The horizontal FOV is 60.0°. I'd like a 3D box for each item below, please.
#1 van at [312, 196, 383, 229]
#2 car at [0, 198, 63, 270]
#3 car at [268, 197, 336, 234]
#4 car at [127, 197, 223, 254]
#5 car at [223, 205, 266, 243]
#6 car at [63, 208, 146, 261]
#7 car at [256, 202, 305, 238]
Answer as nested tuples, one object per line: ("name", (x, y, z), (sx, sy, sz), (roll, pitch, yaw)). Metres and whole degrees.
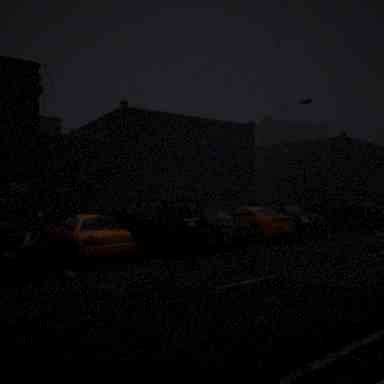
("van", (9.746, 1.255, 21.760), (1.878, 1.987, 4.442), (0, 0, -35))
("car", (-6.152, 1.227, 10.542), (2.435, 2.045, 5.566), (0, 0, -35))
("car", (5.233, 1.358, 18.726), (2.185, 1.767, 4.553), (0, 0, -35))
("car", (-1.556, 1.228, 13.888), (2.435, 2.045, 5.566), (0, 0, -35))
("car", (0.720, 1.482, 15.481), (2.231, 1.521, 4.892), (0, 0, -35))
("car", (-3.911, 1.475, 12.402), (1.946, 1.575, 5.366), (0, 0, -35))
("car", (2.889, 1.482, 17.012), (2.097, 1.535, 5.008), (0, 0, -35))
